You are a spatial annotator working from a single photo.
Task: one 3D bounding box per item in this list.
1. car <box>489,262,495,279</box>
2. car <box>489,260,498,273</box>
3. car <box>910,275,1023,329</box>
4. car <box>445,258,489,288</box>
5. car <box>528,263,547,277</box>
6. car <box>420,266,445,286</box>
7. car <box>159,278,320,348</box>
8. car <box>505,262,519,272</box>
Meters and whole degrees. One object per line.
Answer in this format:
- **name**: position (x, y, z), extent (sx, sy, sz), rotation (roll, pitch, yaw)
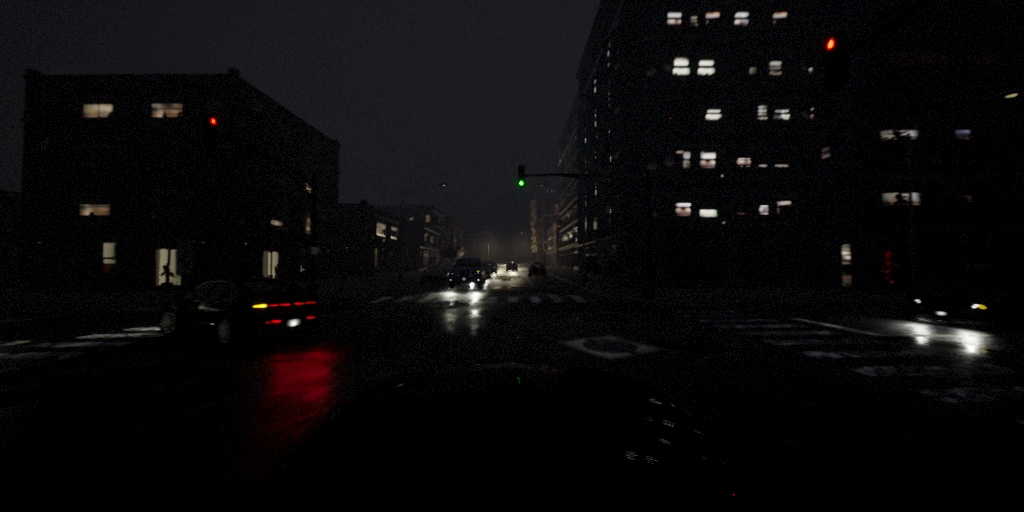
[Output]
- **car**: position (-3.072, 1.549, 35.822), extent (1.994, 1.385, 4.181), rotation (0, 0, 1)
- **car**: position (-3.066, 1.424, 48.356), extent (2.097, 1.767, 4.553), rotation (0, 0, 0)
- **car**: position (15.049, 1.250, 10.358), extent (5.357, 1.411, 2.033), rotation (0, -1, 1)
- **car**: position (-3.089, 1.139, 25.904), extent (2.150, 2.045, 5.566), rotation (0, 0, 0)
- **car**: position (2.692, 1.446, 38.875), extent (1.967, 1.591, 4.097), rotation (0, 0, 0)
- **car**: position (-5.765, 1.473, 27.445), extent (1.888, 1.381, 4.507), rotation (0, 0, 0)
- **car**: position (-7.138, 1.320, 9.368), extent (4.892, 1.490, 1.837), rotation (-1, -3, 28)
- **car**: position (0.001, 1.664, 54.703), extent (2.033, 1.411, 5.357), rotation (0, 0, 0)
